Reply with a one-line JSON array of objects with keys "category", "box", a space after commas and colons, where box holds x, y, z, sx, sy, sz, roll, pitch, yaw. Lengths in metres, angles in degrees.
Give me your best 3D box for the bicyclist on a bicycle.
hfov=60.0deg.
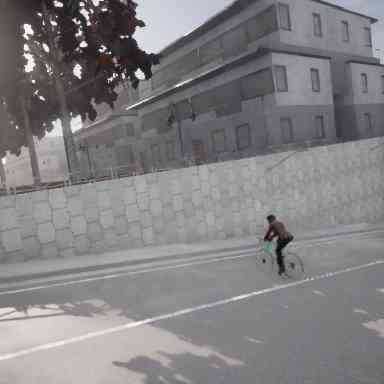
[{"category": "bicyclist on a bicycle", "box": [2.248, 1.431, 8.811, 0.582, 1.620, 1.656, -1, -2, -33]}]
